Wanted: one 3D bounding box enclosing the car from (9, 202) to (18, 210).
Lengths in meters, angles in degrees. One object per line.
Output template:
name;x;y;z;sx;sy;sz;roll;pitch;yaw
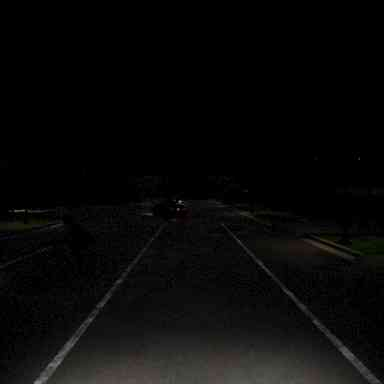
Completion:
car;-21.830;1.401;37.241;4.181;1.385;1.994;0;0;0

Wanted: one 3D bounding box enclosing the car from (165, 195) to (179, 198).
car;-3.847;1.352;58.193;2.097;1.767;4.553;0;0;0

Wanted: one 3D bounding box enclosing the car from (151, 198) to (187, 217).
car;-2.235;1.547;31.095;2.033;1.411;5.357;0;0;-24

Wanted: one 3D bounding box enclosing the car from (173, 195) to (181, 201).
car;-3.884;1.524;84.343;1.812;1.442;4.674;0;0;0

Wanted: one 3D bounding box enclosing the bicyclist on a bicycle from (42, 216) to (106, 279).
bicyclist on a bicycle;-3.063;1.453;8.626;1.656;1.620;0.582;0;0;0
